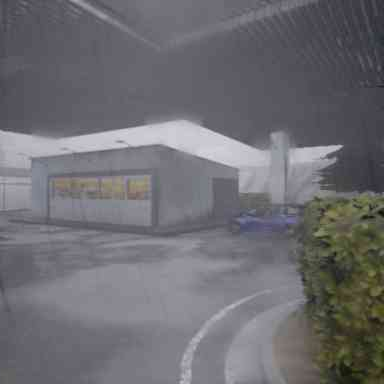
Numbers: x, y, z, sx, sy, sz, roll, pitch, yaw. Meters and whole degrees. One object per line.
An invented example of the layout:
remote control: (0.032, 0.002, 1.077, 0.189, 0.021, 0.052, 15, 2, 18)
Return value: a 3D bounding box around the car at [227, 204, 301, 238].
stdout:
car: (4.145, 1.465, 17.740, 4.611, 1.667, 2.242, 0, 0, 35)
